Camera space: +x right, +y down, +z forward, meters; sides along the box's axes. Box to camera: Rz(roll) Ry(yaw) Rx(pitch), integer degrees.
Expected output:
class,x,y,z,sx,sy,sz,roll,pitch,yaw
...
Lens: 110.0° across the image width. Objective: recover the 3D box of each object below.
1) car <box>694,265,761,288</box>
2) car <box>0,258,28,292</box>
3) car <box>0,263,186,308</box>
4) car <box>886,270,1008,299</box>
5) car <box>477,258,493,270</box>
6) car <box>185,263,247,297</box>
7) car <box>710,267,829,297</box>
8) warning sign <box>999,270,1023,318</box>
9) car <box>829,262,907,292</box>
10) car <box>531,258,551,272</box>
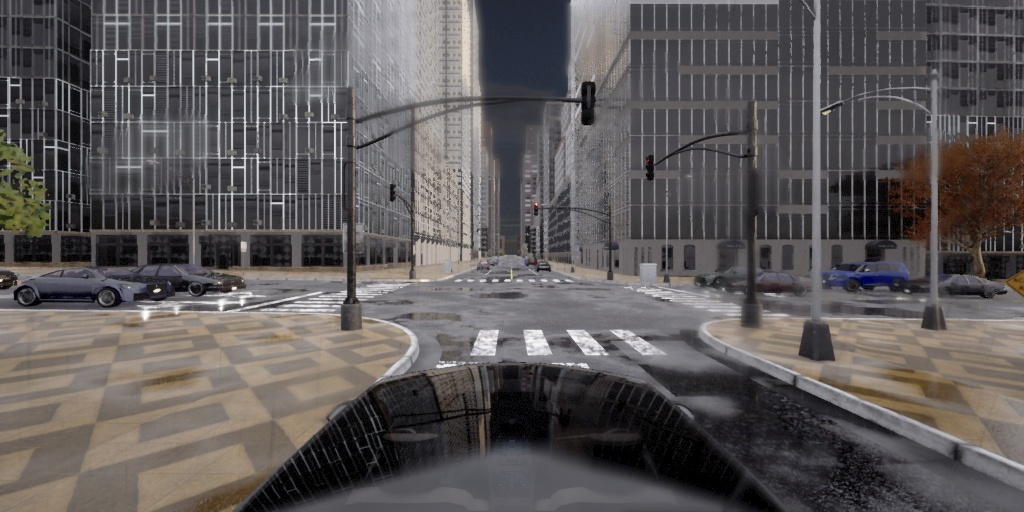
class,x,y,z,sx,sy,sz,roll,pitch,yaw
car,14.990,1.396,24.498,4.553,1.767,2.097,1,0,-3
car,-25.279,0.816,15.914,4.892,1.490,1.837,1,0,-3
car,-15.083,1.063,13.133,4.181,1.385,1.994,1,0,-3
car,26.569,1.800,21.786,5.357,1.411,2.033,1,0,-3
car,-4.043,1.342,51.180,1.802,1.307,4.207,0,0,0
car,-15.357,1.040,16.408,5.357,1.411,2.033,1,0,0
car,15.122,1.595,21.250,5.357,1.411,2.033,1,0,-3
warning sign,17.271,1.204,11.892,1.060,1.860,1.300,0,0,-3
car,24.325,1.426,24.933,5.566,2.045,2.150,0,0,-3
car,3.912,1.328,45.690,1.948,1.339,4.313,0,0,0
